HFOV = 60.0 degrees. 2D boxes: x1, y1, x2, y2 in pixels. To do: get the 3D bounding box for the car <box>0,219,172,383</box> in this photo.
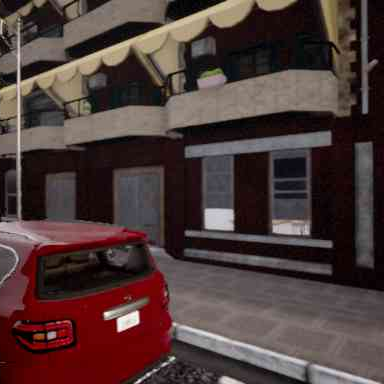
[{"bbox_3d":[-2.551,1.305,4.556,5.009,1.841,2.192,0,-1,36],"label":"car"}]
